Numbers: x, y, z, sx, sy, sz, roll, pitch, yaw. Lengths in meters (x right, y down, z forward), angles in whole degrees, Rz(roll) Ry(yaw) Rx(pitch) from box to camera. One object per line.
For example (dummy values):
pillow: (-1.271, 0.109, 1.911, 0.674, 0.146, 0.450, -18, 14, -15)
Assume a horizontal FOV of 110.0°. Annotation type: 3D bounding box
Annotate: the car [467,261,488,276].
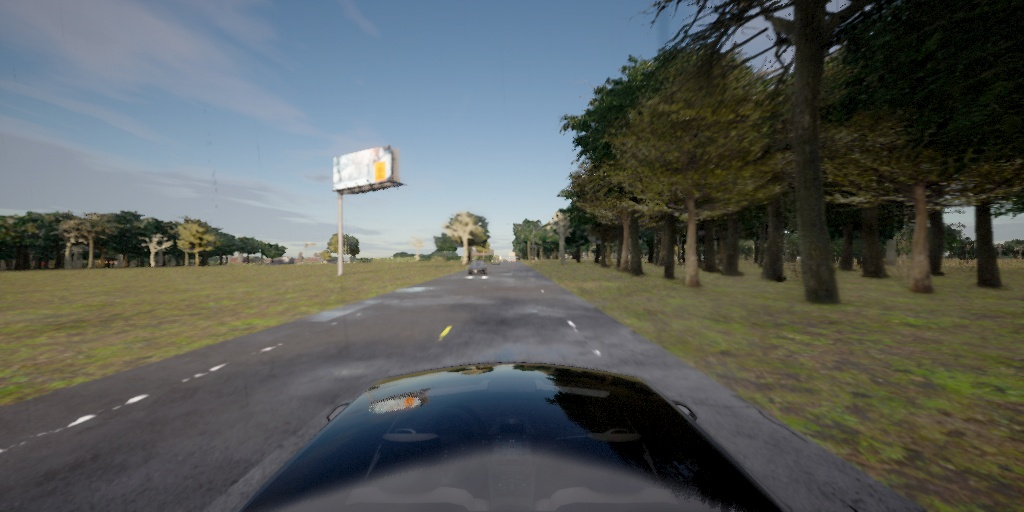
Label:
car: (-3.576, 1.272, 37.707, 1.837, 1.490, 4.892, 0, 0, 0)
